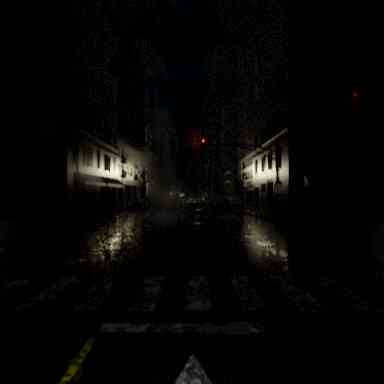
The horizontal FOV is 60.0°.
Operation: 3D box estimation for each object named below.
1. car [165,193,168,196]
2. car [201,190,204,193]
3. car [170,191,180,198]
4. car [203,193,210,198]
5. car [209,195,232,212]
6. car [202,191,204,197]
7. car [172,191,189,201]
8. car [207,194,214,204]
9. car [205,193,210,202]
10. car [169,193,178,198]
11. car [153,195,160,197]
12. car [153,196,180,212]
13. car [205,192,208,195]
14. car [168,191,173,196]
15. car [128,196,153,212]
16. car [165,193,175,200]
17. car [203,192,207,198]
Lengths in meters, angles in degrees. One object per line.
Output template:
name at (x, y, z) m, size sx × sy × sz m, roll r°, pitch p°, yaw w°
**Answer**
car at (-5.188, 1.146, 51.000) m, size 1.887 × 1.381 × 4.507 m, roll 1°, pitch 0°, yaw 1°
car at (3.848, 0.899, 84.056) m, size 1.947 × 1.339 × 4.313 m, roll 1°, pitch 0°, yaw 1°
car at (-4.589, 0.604, 89.697) m, size 2.192 × 1.841 × 5.009 m, roll 1°, pitch 0°, yaw 1°
car at (3.933, 0.870, 89.586) m, size 1.802 × 1.307 × 4.206 m, roll 1°, pitch 0°, yaw 1°
car at (3.080, 1.299, 34.287) m, size 1.947 × 1.339 × 4.313 m, roll 1°, pitch 0°, yaw 1°
car at (3.677, 0.975, 72.996) m, size 2.008 × 1.369 × 4.403 m, roll 1°, pitch 0°, yaw 1°
car at (-2.124, 1.003, 64.909) m, size 2.128 × 1.511 × 4.902 m, roll 0°, pitch 1°, yaw 1°
car at (3.166, 1.234, 39.817) m, size 1.887 × 1.381 × 4.507 m, roll 1°, pitch 0°, yaw 1°
car at (3.251, 1.196, 45.347) m, size 2.008 × 1.369 × 4.403 m, roll 1°, pitch 0°, yaw 1°
car at (-4.677, 0.900, 84.171) m, size 1.947 × 1.339 × 4.313 m, roll 1°, pitch 0°, yaw 1°
car at (-5.359, 1.255, 39.943) m, size 1.947 × 1.339 × 4.313 m, roll 1°, pitch 0°, yaw 1°
car at (-2.591, 1.345, 34.634) m, size 1.895 × 1.301 × 4.718 m, roll 0°, pitch 1°, yaw 1°
car at (3.336, 1.146, 50.877) m, size 1.887 × 1.381 × 4.507 m, roll 1°, pitch 0°, yaw 1°
car at (-4.935, 0.995, 67.415) m, size 1.752 × 1.417 × 4.829 m, roll 1°, pitch 0°, yaw 1°
car at (-5.445, 1.315, 34.415) m, size 1.802 × 1.307 × 4.206 m, roll 1°, pitch 0°, yaw 1°
car at (-4.848, 0.990, 73.114) m, size 1.947 × 1.339 × 4.313 m, roll 1°, pitch 0°, yaw 1°
car at (3.506, 1.079, 61.937) m, size 1.947 × 1.339 × 4.313 m, roll 1°, pitch 0°, yaw 1°
